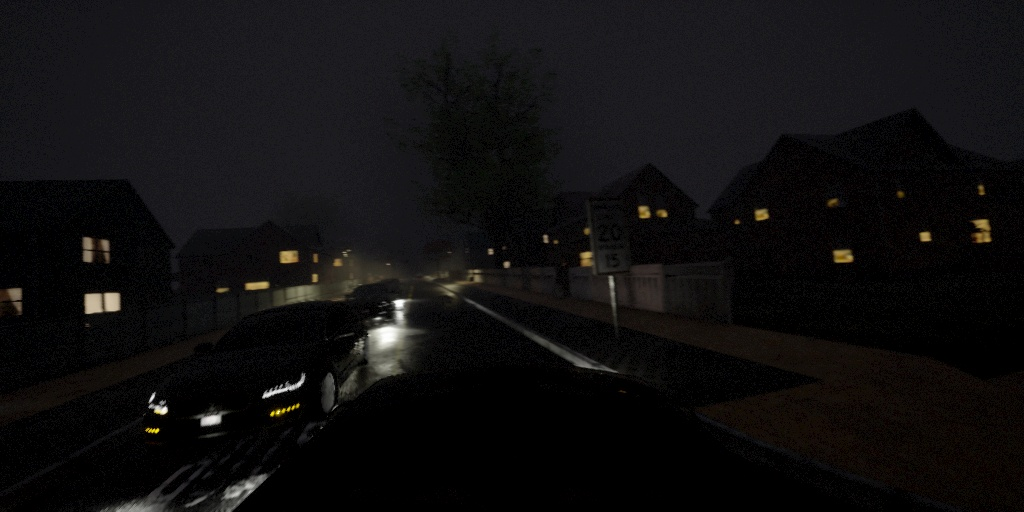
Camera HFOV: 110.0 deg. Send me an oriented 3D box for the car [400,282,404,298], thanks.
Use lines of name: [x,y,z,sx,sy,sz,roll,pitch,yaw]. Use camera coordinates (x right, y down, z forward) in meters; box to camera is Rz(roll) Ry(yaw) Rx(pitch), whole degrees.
car: [-9.486,2.534,27.951,1.837,1.490,4.892,-4,-1,-15]

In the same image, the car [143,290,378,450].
car: [-3.753,1.613,6.218,1.837,1.490,4.892,-4,-2,-12]

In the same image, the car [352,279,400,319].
car: [-6.412,2.016,16.461,1.882,1.535,5.008,-4,-1,-15]
